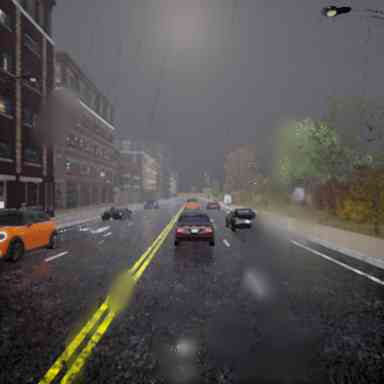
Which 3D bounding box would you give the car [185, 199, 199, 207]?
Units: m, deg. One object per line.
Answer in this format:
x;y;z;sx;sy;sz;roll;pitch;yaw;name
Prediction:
0.001;1.856;50.599;2.097;1.767;4.553;0;-1;0;car

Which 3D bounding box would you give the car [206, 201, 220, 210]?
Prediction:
3.254;2.067;51.067;1.994;1.385;4.181;0;-1;0;car

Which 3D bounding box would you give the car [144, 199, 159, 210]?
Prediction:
-6.512;1.896;53.724;2.097;1.767;4.553;0;0;0;car

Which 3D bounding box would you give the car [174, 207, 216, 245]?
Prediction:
0.108;1.712;16.529;2.033;1.411;5.357;0;-1;0;car

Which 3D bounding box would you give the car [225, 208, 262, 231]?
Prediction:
3.350;1.778;22.118;1.994;1.385;4.181;0;-1;0;car

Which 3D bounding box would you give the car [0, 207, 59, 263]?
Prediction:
-6.609;1.435;12.002;2.097;1.767;4.553;-1;-2;0;car

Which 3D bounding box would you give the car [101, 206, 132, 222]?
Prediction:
-6.599;1.903;29.434;1.895;1.301;4.718;0;-1;0;car
